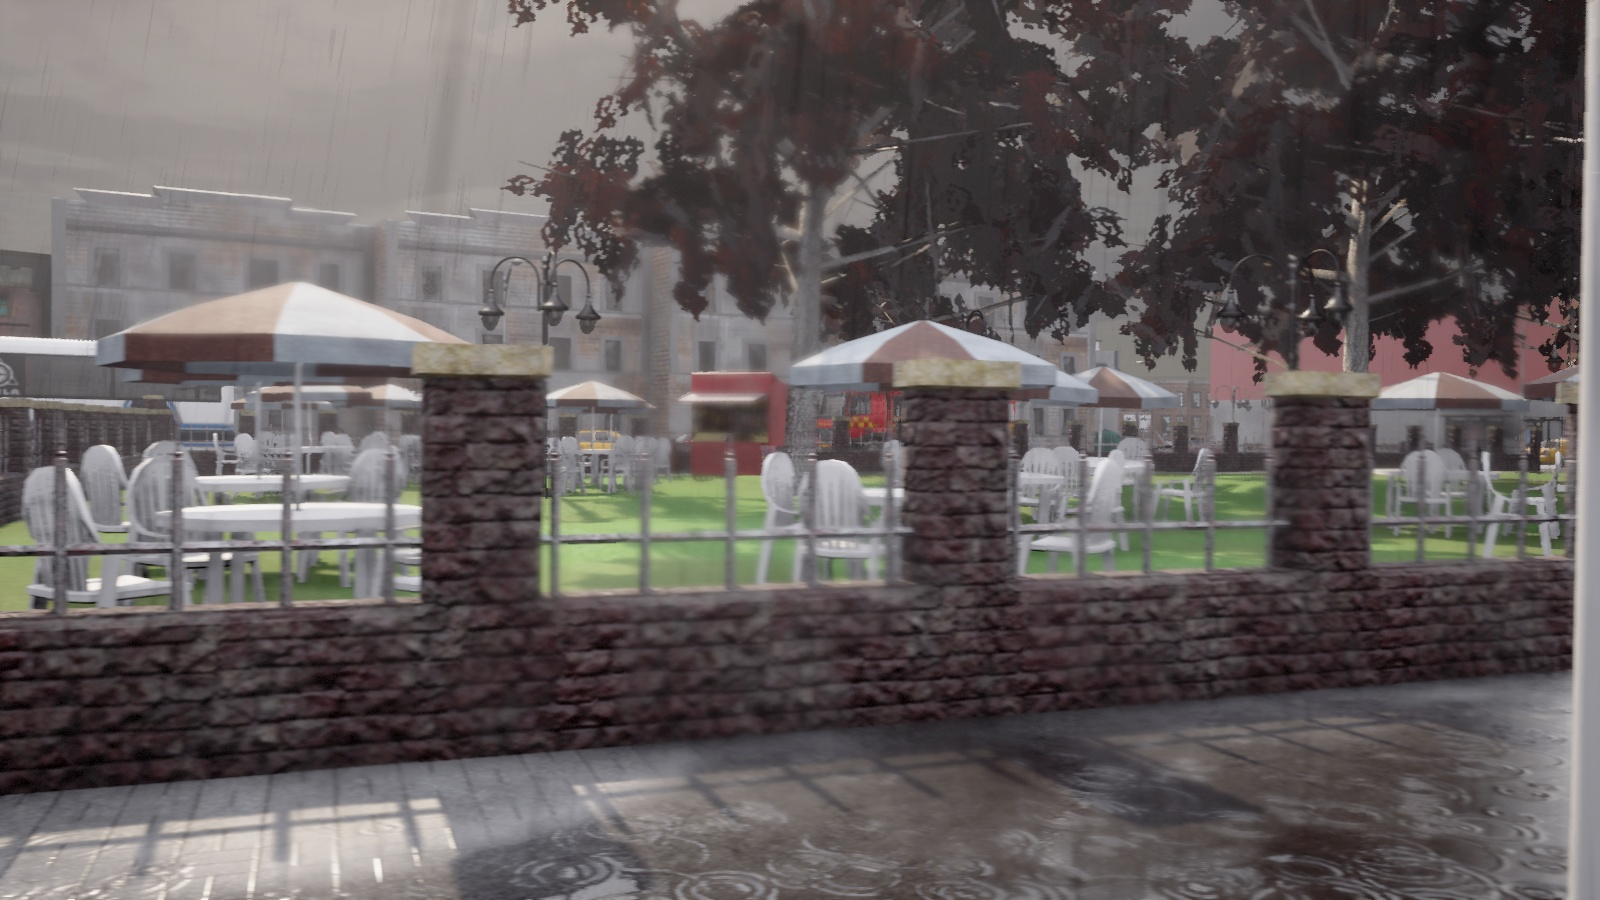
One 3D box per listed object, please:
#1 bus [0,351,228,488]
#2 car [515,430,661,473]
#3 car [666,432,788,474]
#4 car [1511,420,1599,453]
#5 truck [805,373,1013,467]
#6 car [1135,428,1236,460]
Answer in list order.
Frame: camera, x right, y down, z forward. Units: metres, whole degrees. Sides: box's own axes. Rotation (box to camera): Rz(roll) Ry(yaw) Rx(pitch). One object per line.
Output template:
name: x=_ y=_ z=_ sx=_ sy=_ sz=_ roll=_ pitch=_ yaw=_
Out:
bus: x=-24.745 y=-0.991 z=41.264 sx=10.273 sy=4.253 sz=3.944 roll=-1 pitch=1 yaw=-33
car: x=-8.266 y=0.030 z=49.030 sx=5.366 sy=1.575 sz=1.801 roll=-1 pitch=1 yaw=-21
car: x=-2.726 y=0.079 z=46.864 sx=4.193 sy=1.474 sz=1.816 roll=-1 pitch=1 yaw=-21
car: x=38.115 y=-0.692 z=62.415 sx=5.366 sy=1.575 sz=1.801 roll=-1 pitch=1 yaw=-21
truck: x=4.706 y=-1.296 z=53.964 sx=8.468 sy=3.827 sz=2.891 roll=-1 pitch=1 yaw=-21
car: x=18.154 y=-0.296 z=59.107 sx=4.181 sy=1.385 sz=1.994 roll=-1 pitch=1 yaw=-21
